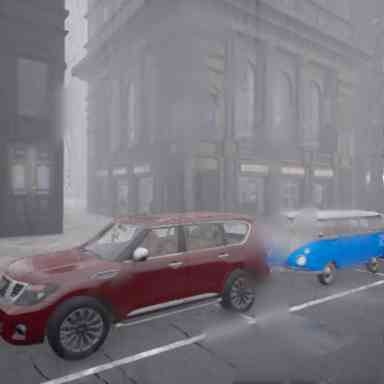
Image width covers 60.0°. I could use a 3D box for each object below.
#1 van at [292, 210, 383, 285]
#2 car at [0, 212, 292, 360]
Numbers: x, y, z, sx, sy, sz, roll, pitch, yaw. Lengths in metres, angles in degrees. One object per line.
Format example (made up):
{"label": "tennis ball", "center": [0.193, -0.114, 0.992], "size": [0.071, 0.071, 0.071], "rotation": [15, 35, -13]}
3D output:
{"label": "van", "center": [3.882, 1.418, 9.422], "size": [3.998, 1.788, 1.690], "rotation": [1, -1, -36]}
{"label": "car", "center": [-0.706, 1.341, 6.148], "size": [5.009, 1.841, 2.192], "rotation": [1, -1, -36]}
